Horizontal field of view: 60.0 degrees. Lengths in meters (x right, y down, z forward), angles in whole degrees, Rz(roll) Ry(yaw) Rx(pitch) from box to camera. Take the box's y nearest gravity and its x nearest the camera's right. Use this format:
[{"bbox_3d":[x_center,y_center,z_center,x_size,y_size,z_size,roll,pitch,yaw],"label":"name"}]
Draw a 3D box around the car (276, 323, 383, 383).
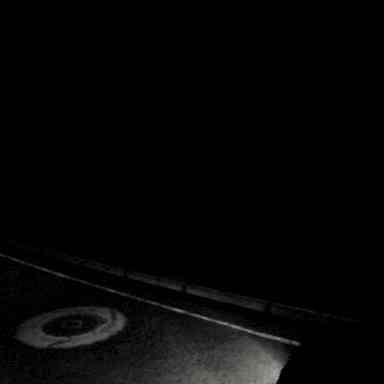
[{"bbox_3d":[3.161,1.557,1.782,5.357,1.411,2.033,0,0,35],"label":"car"}]
